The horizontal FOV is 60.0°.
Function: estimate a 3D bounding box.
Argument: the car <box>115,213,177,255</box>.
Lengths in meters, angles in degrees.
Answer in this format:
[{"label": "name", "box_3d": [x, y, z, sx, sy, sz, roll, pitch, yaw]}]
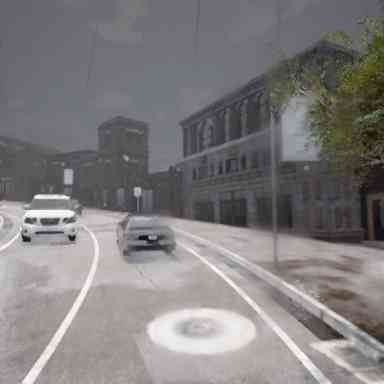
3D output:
[{"label": "car", "box_3d": [-2.015, 1.560, 13.451, 2.033, 1.411, 5.357, 1, 0, -16]}]

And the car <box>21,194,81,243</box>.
[{"label": "car", "box_3d": [-6.830, 1.153, 16.235, 2.150, 2.045, 5.566, 1, 0, -21]}]

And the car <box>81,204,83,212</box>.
[{"label": "car", "box_3d": [-12.348, 1.348, 32.657, 2.128, 1.511, 4.902, 3, -1, -39]}]
